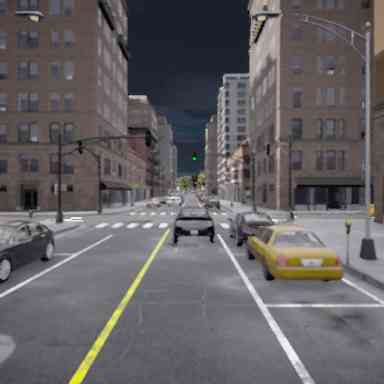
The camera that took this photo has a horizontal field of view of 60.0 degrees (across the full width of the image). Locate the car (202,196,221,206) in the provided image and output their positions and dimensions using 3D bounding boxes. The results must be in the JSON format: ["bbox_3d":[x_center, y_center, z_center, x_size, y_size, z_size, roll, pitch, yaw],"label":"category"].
[{"bbox_3d":[2.637,1.514,41.762,2.008,1.369,4.403,0,0,0],"label":"car"}]

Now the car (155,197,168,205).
[{"bbox_3d":[-5.388,1.511,58.805,1.947,1.339,4.313,0,0,0],"label":"car"}]

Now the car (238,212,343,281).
[{"bbox_3d":[2.644,1.517,9.650,1.752,1.417,4.829,0,0,0],"label":"car"}]

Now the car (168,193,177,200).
[{"bbox_3d":[-5.387,1.221,92.892,2.192,1.841,5.009,0,0,0],"label":"car"}]

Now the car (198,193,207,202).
[{"bbox_3d":[2.637,1.379,64.489,1.967,1.590,4.097,0,0,0],"label":"car"}]

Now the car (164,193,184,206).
[{"bbox_3d":[-2.807,1.173,53.373,2.150,2.045,5.566,0,0,0],"label":"car"}]

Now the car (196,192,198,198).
[{"bbox_3d":[2.638,1.240,75.853,2.192,1.841,5.009,0,0,0],"label":"car"}]

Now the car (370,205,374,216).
[{"bbox_3d":[16.716,1.354,26.509,5.008,1.535,1.882,0,0,-1],"label":"car"}]

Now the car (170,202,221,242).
[{"bbox_3d":[0.072,1.477,16.312,2.128,1.511,4.902,0,0,-1],"label":"car"}]

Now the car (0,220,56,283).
[{"bbox_3d":[-5.390,1.542,9.479,2.008,1.369,4.403,0,0,0],"label":"car"}]

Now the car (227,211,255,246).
[{"bbox_3d":[2.639,1.538,14.887,2.008,1.369,4.403,0,0,0],"label":"car"}]

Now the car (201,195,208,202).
[{"bbox_3d":[2.637,1.539,47.444,1.802,1.307,4.206,0,0,0],"label":"car"}]

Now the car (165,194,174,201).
[{"bbox_3d":[-5.387,1.359,81.530,1.967,1.590,4.097,0,0,0],"label":"car"}]

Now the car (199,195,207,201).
[{"bbox_3d":[2.638,1.485,81.535,1.947,1.339,4.313,0,0,0],"label":"car"}]

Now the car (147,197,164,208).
[{"bbox_3d":[-5.388,1.483,47.273,1.752,1.417,4.829,0,0,0],"label":"car"}]

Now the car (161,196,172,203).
[{"bbox_3d":[-5.387,1.483,70.168,2.008,1.369,4.403,0,0,0],"label":"car"}]
